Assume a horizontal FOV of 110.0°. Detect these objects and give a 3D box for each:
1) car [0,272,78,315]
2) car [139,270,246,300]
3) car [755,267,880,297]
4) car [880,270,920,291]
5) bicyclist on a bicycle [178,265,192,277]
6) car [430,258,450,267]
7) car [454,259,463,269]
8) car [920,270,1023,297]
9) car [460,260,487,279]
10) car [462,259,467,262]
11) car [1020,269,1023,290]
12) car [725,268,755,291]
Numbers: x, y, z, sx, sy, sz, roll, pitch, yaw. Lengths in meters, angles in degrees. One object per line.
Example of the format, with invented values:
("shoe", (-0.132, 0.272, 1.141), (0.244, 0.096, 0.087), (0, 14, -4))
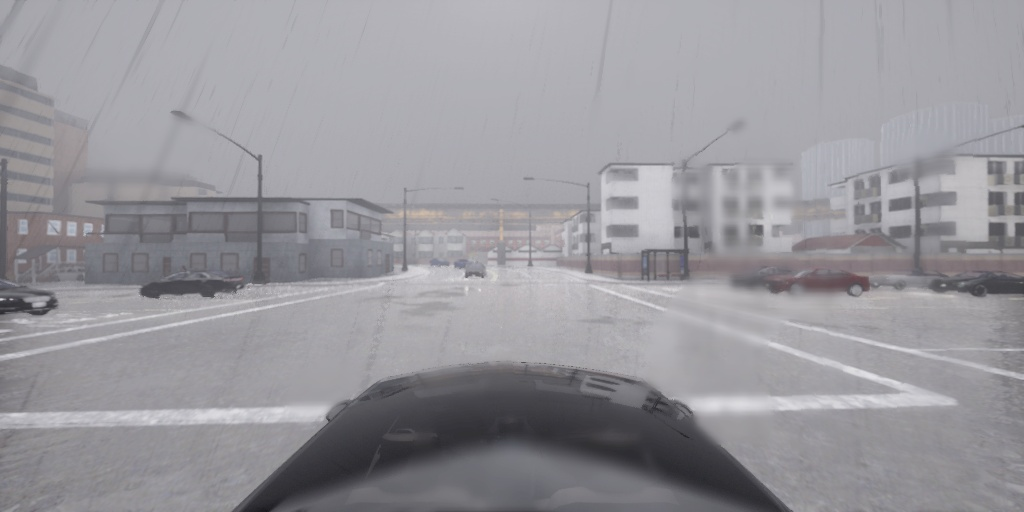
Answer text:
("car", (-19.145, 1.487, 12.610), (4.902, 1.511, 2.128), (-1, -1, -1))
("car", (-17.614, 1.543, 19.863), (4.902, 1.511, 2.128), (-1, -1, -1))
("car", (16.899, 1.418, 20.022), (5.008, 1.535, 1.882), (0, -1, 2))
("car", (25.928, 1.572, 23.244), (4.718, 1.301, 1.895), (0, -1, 2))
("bicyclist on a bicycle", (-26.348, 1.582, 28.930), (0.582, 1.620, 1.656), (-1, 0, -1))
("car", (-12.652, 1.075, 62.563), (1.882, 1.535, 5.008), (0, 0, -38))
("car", (-7.341, 1.160, 53.658), (1.882, 1.535, 5.008), (0, 1, -23))
("car", (25.887, 1.496, 19.719), (4.181, 1.385, 1.994), (0, -1, 3))
("car", (-3.589, 1.451, 36.232), (2.033, 1.411, 5.357), (0, 1, 0))
("car", (-4.781, 1.365, 45.390), (1.994, 1.385, 4.181), (0, 1, -13))
("car", (35.762, 1.523, 22.666), (4.181, 1.385, 1.994), (0, -1, 5))
("car", (16.664, 1.471, 23.525), (4.902, 1.511, 2.128), (0, -1, 2))
